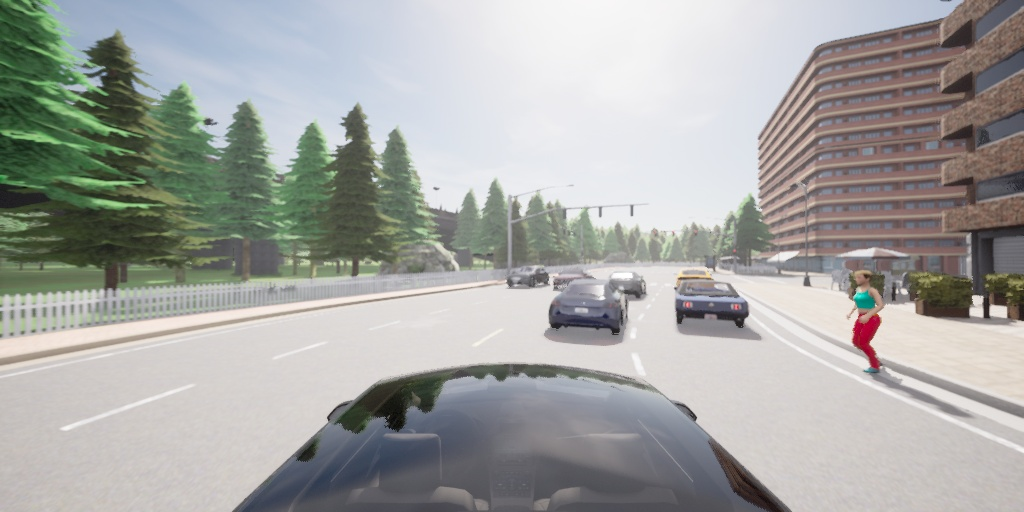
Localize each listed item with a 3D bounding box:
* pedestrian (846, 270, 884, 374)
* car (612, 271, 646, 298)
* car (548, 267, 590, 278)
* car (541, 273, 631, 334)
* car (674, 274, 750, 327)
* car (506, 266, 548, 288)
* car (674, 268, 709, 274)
[{"bbox_3d":[6.244,1.107,6.318,0.375,1.860,0.375,0,-1,15],"label":"pedestrian"},{"bbox_3d":[6.297,1.502,19.984,1.994,1.385,4.181,0,-1,24],"label":"car"},{"bbox_3d":[4.240,1.496,24.299,1.812,1.442,4.674,0,-1,26],"label":"car"},{"bbox_3d":[2.500,1.408,11.210,1.994,1.385,4.181,0,-1,20],"label":"car"},{"bbox_3d":[6.542,1.469,12.220,1.895,1.301,4.718,0,-1,23],"label":"car"},{"bbox_3d":[1.286,1.471,26.227,2.128,1.511,4.902,0,-1,26],"label":"car"},{"bbox_3d":[10.661,1.442,21.131,1.882,1.535,5.008,0,-1,25],"label":"car"}]
